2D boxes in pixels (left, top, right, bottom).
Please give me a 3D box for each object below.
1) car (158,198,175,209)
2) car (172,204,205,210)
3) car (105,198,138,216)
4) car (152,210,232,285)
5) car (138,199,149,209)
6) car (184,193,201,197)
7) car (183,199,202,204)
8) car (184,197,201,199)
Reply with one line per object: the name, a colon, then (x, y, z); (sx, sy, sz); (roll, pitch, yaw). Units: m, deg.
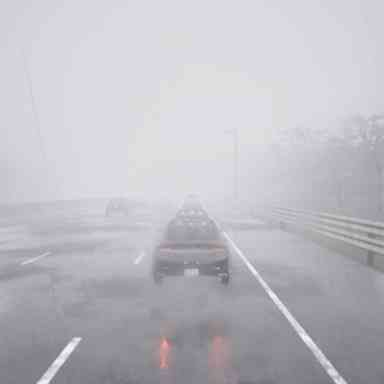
car: (-3.420, 1.495, 44.732); (2.033, 1.411, 5.357); (0, 0, 0)
car: (-0.008, 1.581, 18.667); (1.895, 1.301, 4.718); (0, 0, 0)
car: (-6.914, 1.317, 32.388); (2.097, 1.767, 4.553); (0, 0, 0)
car: (-0.005, 1.481, 9.461); (2.128, 1.511, 4.902); (0, 0, 0)
car: (-6.921, 1.548, 45.167); (1.895, 1.301, 4.718); (0, 0, 0)
car: (0.082, 1.171, 44.811); (2.150, 2.045, 5.566); (0, 0, 0)
car: (-0.010, 1.521, 25.262); (2.033, 1.411, 5.357); (0, 0, 0)
car: (0.085, 1.529, 33.022); (1.994, 1.385, 4.181); (0, 0, 0)
